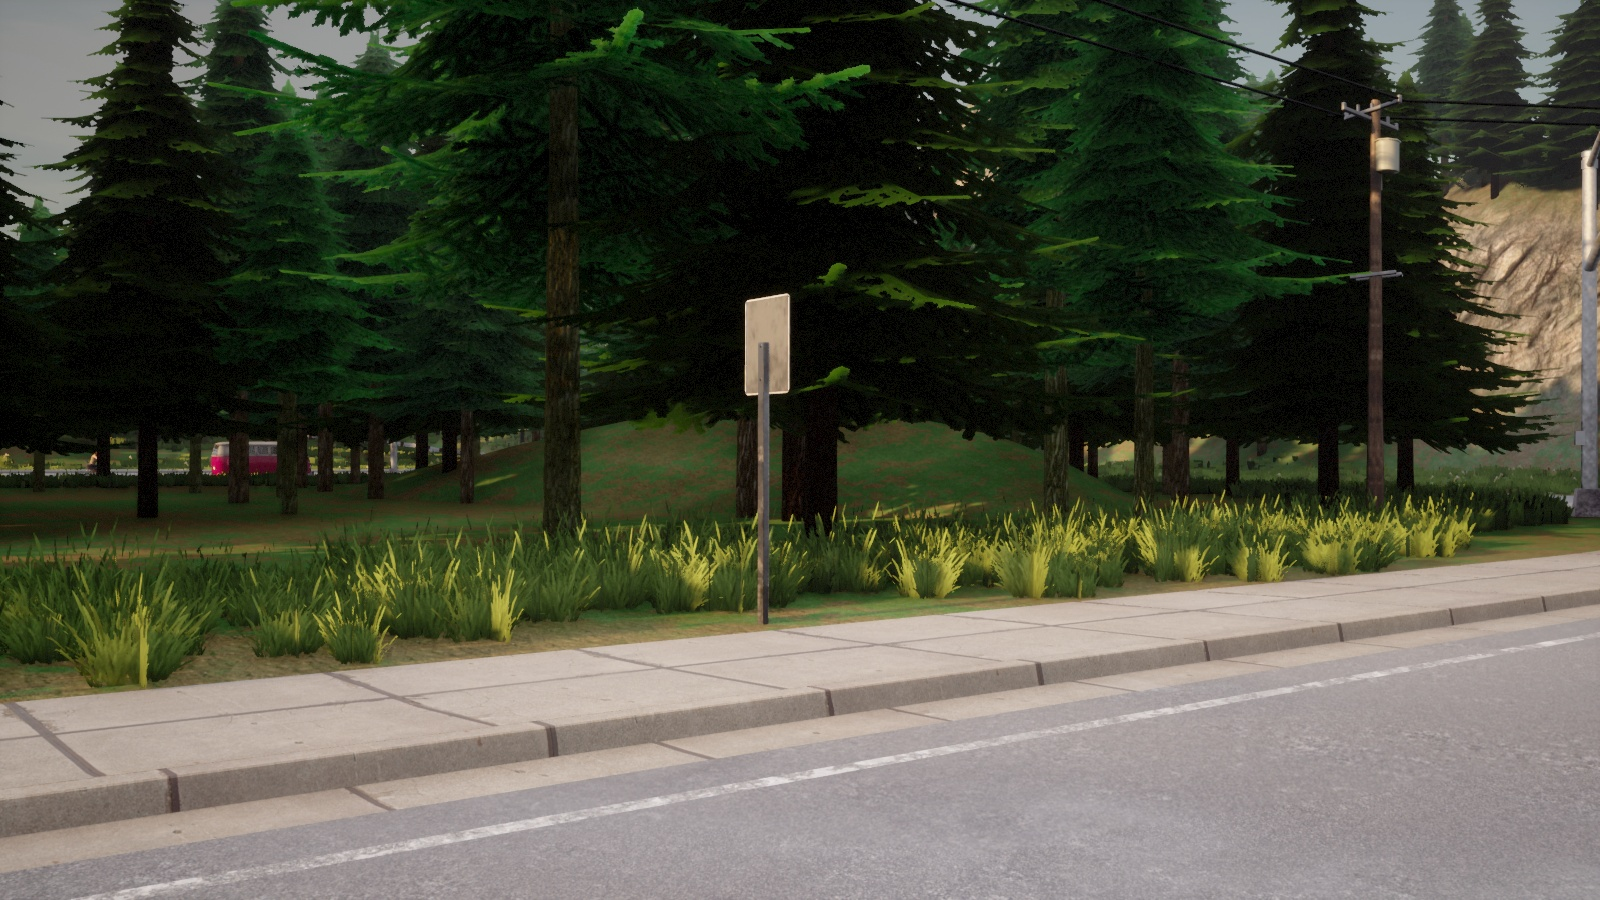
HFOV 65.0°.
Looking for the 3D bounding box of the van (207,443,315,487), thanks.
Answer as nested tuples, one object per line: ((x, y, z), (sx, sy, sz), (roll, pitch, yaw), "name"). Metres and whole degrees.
((-25.500, 0.697, 59.442), (4.442, 1.987, 1.775), (0, 0, -35), "van")
